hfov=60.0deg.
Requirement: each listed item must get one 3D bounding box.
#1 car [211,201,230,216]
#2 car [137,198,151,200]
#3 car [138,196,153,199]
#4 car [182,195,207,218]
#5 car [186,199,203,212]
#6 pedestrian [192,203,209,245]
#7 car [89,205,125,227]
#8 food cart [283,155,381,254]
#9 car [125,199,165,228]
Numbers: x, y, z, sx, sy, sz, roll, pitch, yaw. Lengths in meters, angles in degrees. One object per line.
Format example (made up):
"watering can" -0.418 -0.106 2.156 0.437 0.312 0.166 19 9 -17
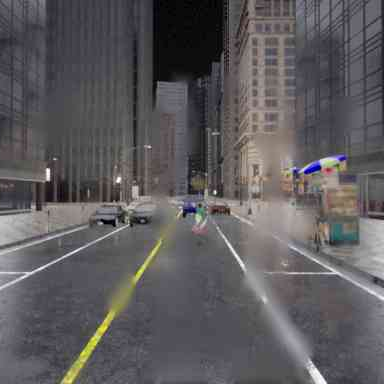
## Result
"car" 2.874 1.608 33.852 1.887 1.381 4.507 0 0 0
"car" -5.652 1.588 33.735 1.752 1.417 4.829 0 0 0
"car" -5.617 1.399 39.366 2.192 1.841 5.009 0 0 0
"car" 0.252 1.277 31.443 2.150 2.045 5.566 0 0 0
"car" 0.290 1.643 42.160 2.033 1.411 5.357 0 0 1
"pedestrian" 0.371 1.304 14.251 0.375 1.860 0.375 1 -1 -18
"car" -5.716 1.595 22.987 1.947 1.339 4.313 1 0 0
"food cart" 5.701 0.477 14.370 2.280 3.560 4.660 -1 -1 0
"car" -2.966 1.506 22.683 1.882 1.535 5.008 0 0 0
